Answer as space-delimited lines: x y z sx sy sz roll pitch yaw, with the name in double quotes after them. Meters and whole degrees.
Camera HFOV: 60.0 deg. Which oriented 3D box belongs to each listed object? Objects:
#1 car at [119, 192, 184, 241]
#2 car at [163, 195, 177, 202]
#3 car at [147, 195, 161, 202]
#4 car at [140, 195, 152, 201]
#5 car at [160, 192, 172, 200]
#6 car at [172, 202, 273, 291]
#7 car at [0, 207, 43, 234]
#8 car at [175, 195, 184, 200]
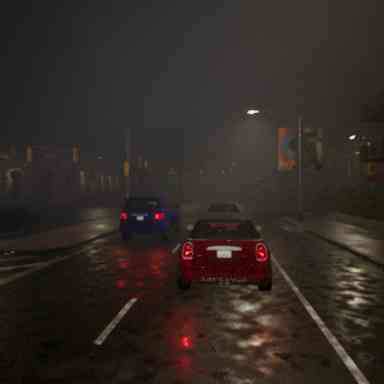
-1.925 1.190 16.709 2.150 2.045 5.566 0 0 6 "car"
-4.755 1.389 72.128 2.128 1.511 4.902 0 0 5 "car"
-8.240 1.390 72.447 2.128 1.511 4.902 0 0 5 "car"
-10.890 1.448 78.849 1.895 1.301 4.718 0 0 5 "car"
-6.762 1.060 87.863 2.150 2.045 5.566 0 0 5 "car"
0.880 1.334 9.169 2.097 1.767 4.553 0 0 5 "car"
-10.031 1.516 17.535 2.033 1.411 5.357 0 0 6 "car"
-3.274 1.387 87.571 1.994 1.385 4.181 0 0 5 "car"
